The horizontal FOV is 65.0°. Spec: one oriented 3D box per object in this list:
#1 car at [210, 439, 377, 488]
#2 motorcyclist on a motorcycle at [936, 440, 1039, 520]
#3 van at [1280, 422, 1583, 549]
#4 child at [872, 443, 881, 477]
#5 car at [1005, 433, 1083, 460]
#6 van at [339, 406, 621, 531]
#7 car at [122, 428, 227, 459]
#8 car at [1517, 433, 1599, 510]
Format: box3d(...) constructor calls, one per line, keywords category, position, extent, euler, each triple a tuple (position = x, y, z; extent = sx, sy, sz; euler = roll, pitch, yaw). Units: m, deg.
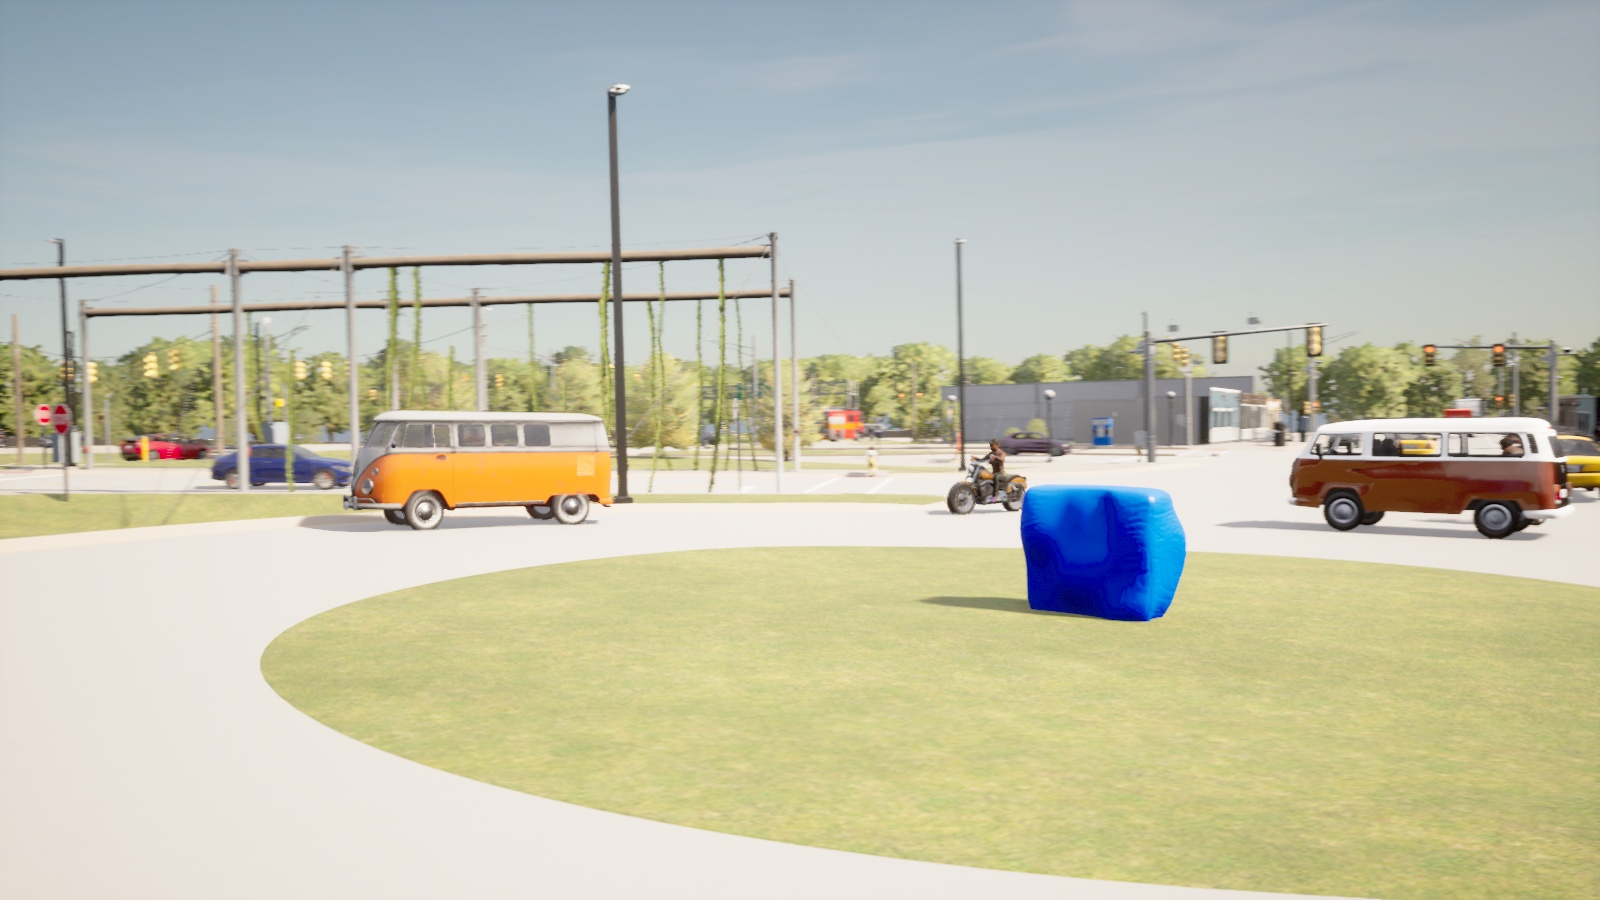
box3d(category="car", position=(-16.393, 0.417, 40.767), extent=(4.674, 1.442, 1.812), euler=(1, 2, 1))
box3d(category="motorcyclist on a motorcycle", position=(4.038, 0.609, 26.936), extent=(2.350, 1.649, 0.766), euler=(-1, 1, -37))
box3d(category="van", position=(11.230, 0.529, 22.485), extent=(4.480, 2.038, 2.069), euler=(1, 2, 39))
box3d(category="child", position=(2.884, 0.386, 47.279), extent=(0.270, 1.263, 0.437), euler=(-1, 2, 14))
box3d(category="car", position=(14.355, -0.234, 73.967), extent=(4.193, 1.474, 1.816), euler=(2, 2, 24))
box3d(category="van", position=(-5.535, 0.286, 21.900), extent=(4.442, 1.987, 1.775), euler=(0, 1, -31))
box3d(category="car", position=(-32.125, -0.338, 64.632), extent=(2.007, 1.525, 4.514), euler=(0, 0, 27))
box3d(category="car", position=(18.269, 0.430, 29.942), extent=(1.801, 1.575, 5.366), euler=(0, 2, 27))
